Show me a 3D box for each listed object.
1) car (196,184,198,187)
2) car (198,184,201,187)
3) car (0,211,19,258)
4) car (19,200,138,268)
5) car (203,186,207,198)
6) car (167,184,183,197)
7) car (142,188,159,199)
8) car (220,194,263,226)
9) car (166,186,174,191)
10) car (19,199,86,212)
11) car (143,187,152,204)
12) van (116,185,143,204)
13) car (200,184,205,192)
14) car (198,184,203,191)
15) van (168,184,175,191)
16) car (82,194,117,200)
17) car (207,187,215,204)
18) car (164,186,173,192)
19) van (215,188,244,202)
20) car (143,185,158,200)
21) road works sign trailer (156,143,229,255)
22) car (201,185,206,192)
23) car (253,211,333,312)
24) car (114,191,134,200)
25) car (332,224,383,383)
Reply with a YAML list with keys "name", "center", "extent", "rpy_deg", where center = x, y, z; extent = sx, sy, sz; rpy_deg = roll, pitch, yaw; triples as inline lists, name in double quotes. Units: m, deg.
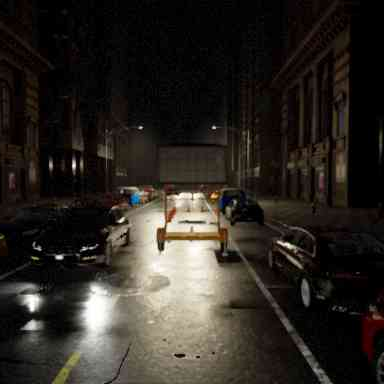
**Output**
- name: "car"
  center: [2.878, -1.331, 91.234]
  extent: [2.192, 1.841, 5.009]
  rpy_deg: [0, 2, 0]
- name: "car"
  center: [2.857, -0.621, 74.391]
  extent: [1.887, 1.381, 4.507]
  rpy_deg: [0, 2, 0]
- name: "car"
  center: [-5.754, 1.321, 6.824]
  extent: [1.752, 1.417, 4.829]
  rpy_deg: [0, 2, 0]
- name: "car"
  center: [-3.088, 1.201, 10.168]
  extent: [1.837, 1.490, 4.892]
  rpy_deg: [0, 2, 0]
- name: "car"
  center: [2.822, 0.224, 46.310]
  extent: [1.802, 1.307, 4.206]
  rpy_deg: [0, 2, 0]
- name: "car"
  center: [-2.931, -0.059, 53.933]
  extent: [1.882, 1.535, 5.008]
  rpy_deg: [0, 2, 0]
- name: "car"
  center: [-5.704, 0.174, 46.137]
  extent: [1.752, 1.417, 4.829]
  rpy_deg: [0, 2, 0]
- name: "car"
  center: [2.786, 1.011, 18.227]
  extent: [2.008, 1.369, 4.403]
  rpy_deg: [0, 2, 0]
- name: "car"
  center: [-5.654, -0.919, 85.620]
  extent: [1.947, 1.339, 4.313]
  rpy_deg: [0, 2, 0]
- name: "car"
  center: [-5.747, 1.176, 12.617]
  extent: [2.008, 1.369, 4.403]
  rpy_deg: [0, 2, 0]
- name: "car"
  center: [-5.718, 0.521, 35.075]
  extent: [2.008, 1.369, 4.403]
  rpy_deg: [0, 2, 0]
- name: "van"
  center: [-5.725, 0.475, 29.453]
  extent: [1.690, 1.788, 3.998]
  rpy_deg: [0, 2, 0]
- name: "car"
  center: [2.836, -0.163, 57.711]
  extent: [1.752, 1.417, 4.829]
  rpy_deg: [0, 2, 0]
- name: "car"
  center: [2.850, -0.439, 68.776]
  extent: [1.947, 1.339, 4.313]
  rpy_deg: [0, 2, 0]
- name: "van"
  center: [-5.647, -1.304, 91.230]
  extent: [1.690, 1.788, 3.998]
  rpy_deg: [0, 2, 0]
- name: "car"
  center: [-5.739, 1.006, 18.227]
  extent: [1.887, 1.381, 4.507]
  rpy_deg: [0, 2, 0]
- name: "car"
  center: [2.807, 0.490, 35.246]
  extent: [1.752, 1.417, 4.829]
  rpy_deg: [0, 2, 0]
- name: "car"
  center: [-5.661, -0.743, 80.005]
  extent: [1.802, 1.307, 4.206]
  rpy_deg: [0, 2, 0]
- name: "van"
  center: [2.793, 0.638, 23.837]
  extent: [1.690, 1.788, 3.998]
  rpy_deg: [0, 2, 0]
- name: "car"
  center: [-5.711, 0.122, 40.685]
  extent: [2.192, 1.841, 5.009]
  rpy_deg: [0, 2, 0]
- name: "road works sign trailer"
  center: [0.015, 0.119, 11.569]
  extent: [2.380, 3.560, 2.880]
  rpy_deg: [0, 2, 0]
- name: "car"
  center: [2.829, 0.061, 51.926]
  extent: [1.802, 1.307, 4.206]
  rpy_deg: [0, 2, 0]
- name: "car"
  center: [2.772, 1.340, 6.995]
  extent: [2.008, 1.369, 4.403]
  rpy_deg: [0, 2, 0]
- name: "car"
  center: [-5.732, 0.842, 23.843]
  extent: [1.887, 1.381, 4.507]
  rpy_deg: [0, 2, 0]
- name: "car"
  center: [2.765, 1.270, 1.372]
  extent: [2.192, 1.841, 5.009]
  rpy_deg: [0, 2, 0]
